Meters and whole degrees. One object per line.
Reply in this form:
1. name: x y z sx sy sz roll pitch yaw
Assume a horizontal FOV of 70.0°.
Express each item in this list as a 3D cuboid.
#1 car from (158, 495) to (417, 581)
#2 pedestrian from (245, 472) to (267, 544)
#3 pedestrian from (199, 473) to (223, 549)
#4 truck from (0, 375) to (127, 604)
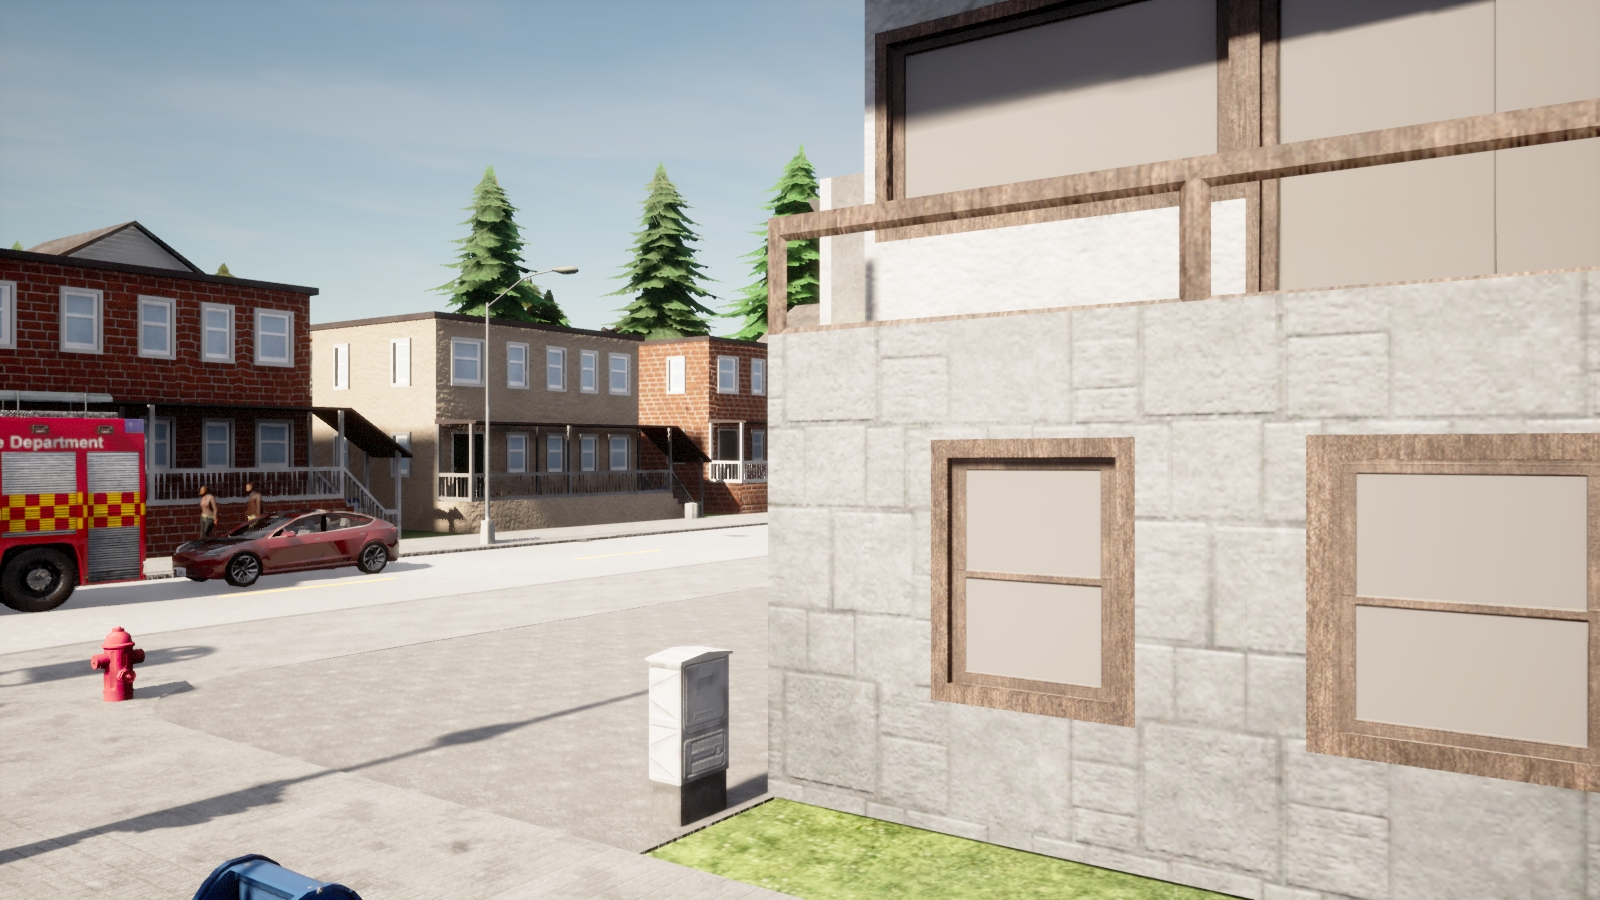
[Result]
1. car: -11.152 1.843 25.200 2.163 1.488 4.792 0 0 35
2. pedestrian: -14.233 1.516 29.891 0.375 1.860 0.375 0 0 35
3. pedestrian: -14.609 1.516 28.346 0.375 1.860 0.375 0 0 27
4. truck: -15.997 0.669 18.333 2.891 3.827 8.468 0 0 41
